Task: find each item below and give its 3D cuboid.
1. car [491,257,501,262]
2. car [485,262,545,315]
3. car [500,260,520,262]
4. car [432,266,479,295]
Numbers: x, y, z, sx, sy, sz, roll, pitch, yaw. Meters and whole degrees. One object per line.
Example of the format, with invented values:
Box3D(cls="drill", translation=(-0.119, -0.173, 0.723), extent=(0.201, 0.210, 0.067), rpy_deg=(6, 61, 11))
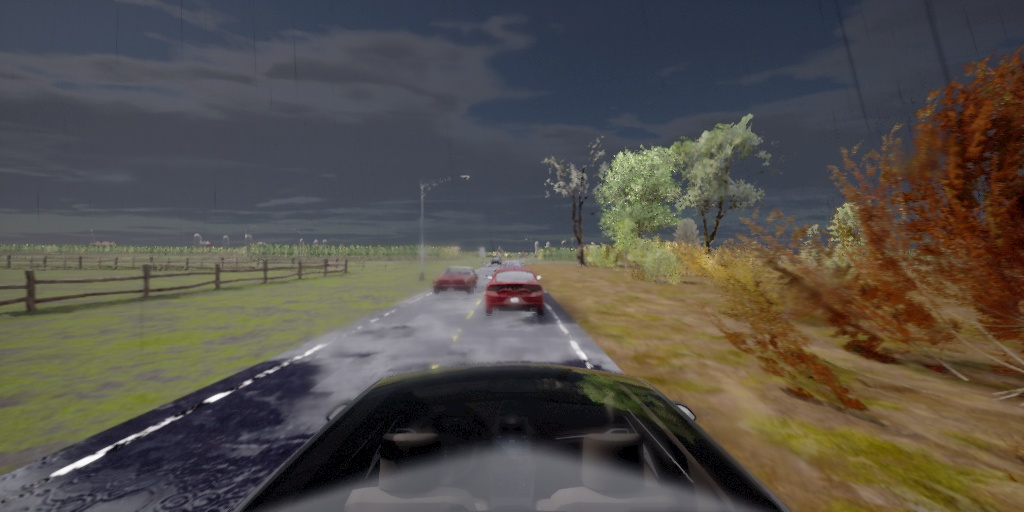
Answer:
Box3D(cls="car", translation=(-2.743, 0.918, 64.137), extent=(2.033, 1.411, 5.357), rpy_deg=(0, 0, 0))
Box3D(cls="car", translation=(0.090, 1.149, 13.135), extent=(1.882, 1.535, 5.008), rpy_deg=(0, 0, 0))
Box3D(cls="car", translation=(0.104, 1.133, 34.103), extent=(1.895, 1.301, 4.718), rpy_deg=(0, 0, 0))
Box3D(cls="car", translation=(-2.845, 1.234, 18.888), extent=(1.895, 1.301, 4.718), rpy_deg=(0, 0, 0))
